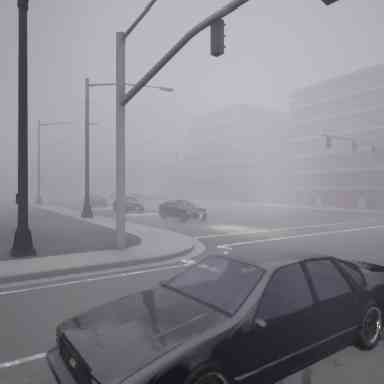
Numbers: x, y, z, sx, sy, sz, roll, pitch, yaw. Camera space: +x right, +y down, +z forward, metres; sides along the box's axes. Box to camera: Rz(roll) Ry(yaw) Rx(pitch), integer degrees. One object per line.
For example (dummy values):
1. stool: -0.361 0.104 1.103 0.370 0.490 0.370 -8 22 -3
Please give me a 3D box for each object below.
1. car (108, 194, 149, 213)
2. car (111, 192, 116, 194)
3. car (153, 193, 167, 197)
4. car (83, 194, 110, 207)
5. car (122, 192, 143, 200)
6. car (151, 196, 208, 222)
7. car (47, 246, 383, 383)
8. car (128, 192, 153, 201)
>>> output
1. car: -6.487 1.242 33.404 1.812 1.442 4.674 0 1 -34
2. car: -14.795 0.708 64.371 1.837 1.490 4.892 0 1 -34
3. car: -6.026 0.858 57.734 2.128 1.511 4.902 0 1 -34
4. car: -12.277 1.013 41.901 1.882 1.535 5.008 0 1 -34
5. car: -11.904 0.750 66.344 2.033 1.411 5.357 0 1 -34
6. car: -0.765 1.358 25.018 2.128 1.511 4.902 0 1 -34
7. car: 0.967 1.547 4.679 5.357 1.411 2.033 0 0 -35
8. car: -8.916 0.844 55.760 1.882 1.535 5.008 0 1 -34
